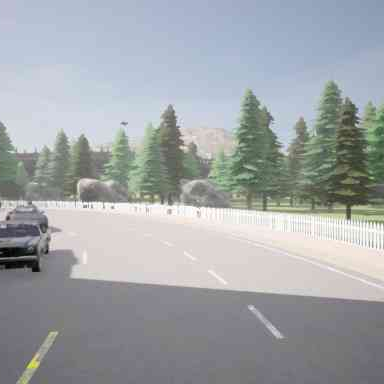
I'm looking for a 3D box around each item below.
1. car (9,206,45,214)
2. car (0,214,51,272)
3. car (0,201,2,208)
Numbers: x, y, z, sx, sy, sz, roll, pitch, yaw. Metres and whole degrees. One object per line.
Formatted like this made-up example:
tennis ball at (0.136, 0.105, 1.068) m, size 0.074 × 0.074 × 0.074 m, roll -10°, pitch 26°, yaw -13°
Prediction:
car at (-9.809, 1.564, 19.760) m, size 1.994 × 1.385 × 4.181 m, roll 0°, pitch 0°, yaw -32°
car at (-5.621, 1.601, 10.535) m, size 1.895 × 1.301 × 4.718 m, roll 0°, pitch 0°, yaw -19°
car at (-25.981, 1.478, 41.374) m, size 5.008 × 1.535 × 1.882 m, roll 0°, pitch 0°, yaw 21°
